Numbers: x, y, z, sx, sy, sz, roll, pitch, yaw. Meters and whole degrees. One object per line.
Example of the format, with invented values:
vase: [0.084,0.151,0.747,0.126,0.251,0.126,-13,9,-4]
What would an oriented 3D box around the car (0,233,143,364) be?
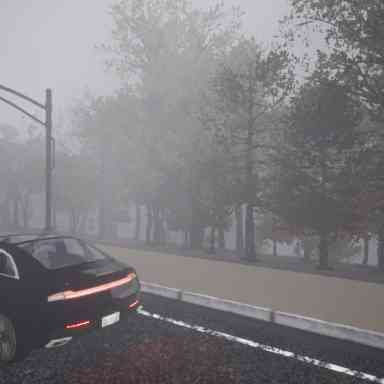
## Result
car: [-3.061,1.491,5.868,4.902,1.511,2.128,0,0,36]
